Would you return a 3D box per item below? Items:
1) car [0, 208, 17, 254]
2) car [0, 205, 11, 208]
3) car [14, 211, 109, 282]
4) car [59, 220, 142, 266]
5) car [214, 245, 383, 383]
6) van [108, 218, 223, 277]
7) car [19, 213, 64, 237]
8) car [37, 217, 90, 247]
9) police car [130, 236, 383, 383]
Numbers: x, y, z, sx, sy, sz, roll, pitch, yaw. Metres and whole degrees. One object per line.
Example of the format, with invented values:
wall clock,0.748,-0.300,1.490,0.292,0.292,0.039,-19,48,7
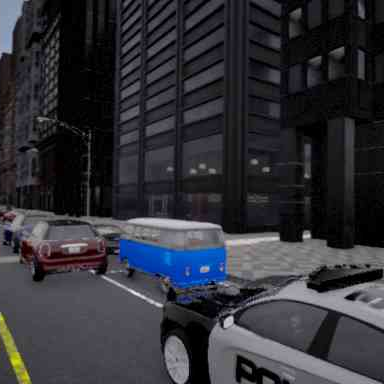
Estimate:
car,-7.837,1.842,16.287,2.097,1.767,4.553,2,-3,-36
car,-23.820,2.509,41.656,2.192,1.841,5.009,2,-3,-36
car,-4.531,1.703,11.317,2.097,1.767,4.553,1,-1,-33
car,-4.060,2.024,14.216,2.008,1.369,4.403,2,-3,-36
car,2.528,1.789,5.071,2.008,1.369,4.403,2,-3,-36
van,-0.763,1.697,9.651,1.690,1.788,3.998,2,-3,-36
car,-10.648,2.262,23.360,2.008,1.369,4.403,2,-3,-36
car,-7.355,2.174,18.787,1.802,1.307,4.206,2,-3,-36
police car,1.431,1.586,3.418,1.930,1.638,5.238,2,-3,-36
